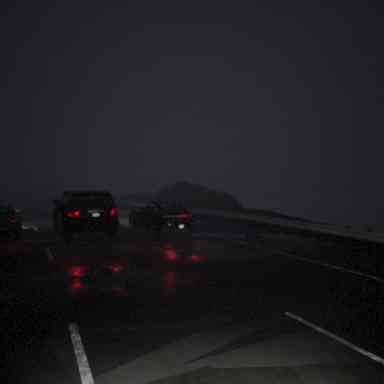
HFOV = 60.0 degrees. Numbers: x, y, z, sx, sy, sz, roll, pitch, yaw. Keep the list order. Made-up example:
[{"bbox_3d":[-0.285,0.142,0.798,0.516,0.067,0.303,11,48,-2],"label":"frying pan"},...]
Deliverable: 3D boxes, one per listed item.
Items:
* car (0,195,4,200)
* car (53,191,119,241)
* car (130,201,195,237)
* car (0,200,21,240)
[{"bbox_3d":[-18.182,0.918,30.176,1.882,1.535,5.008,-1,1,-34],"label":"car"},{"bbox_3d":[-5.040,0.943,15.393,2.150,2.045,5.566,0,1,-28],"label":"car"},{"bbox_3d":[-1.586,1.204,16.319,2.128,1.511,4.902,0,1,-28],"label":"car"},{"bbox_3d":[-8.745,1.288,14.808,1.994,1.385,4.181,0,1,-29],"label":"car"}]
